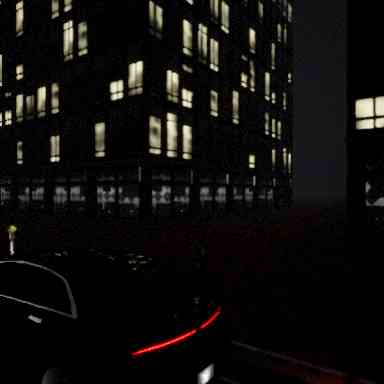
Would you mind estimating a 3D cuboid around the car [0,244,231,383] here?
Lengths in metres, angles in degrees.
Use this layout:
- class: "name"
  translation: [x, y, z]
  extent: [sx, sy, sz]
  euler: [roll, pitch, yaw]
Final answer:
- class: "car"
  translation: [-1.842, 1.504, 4.593]
  extent: [4.892, 1.490, 1.837]
  euler: [0, 0, 35]
